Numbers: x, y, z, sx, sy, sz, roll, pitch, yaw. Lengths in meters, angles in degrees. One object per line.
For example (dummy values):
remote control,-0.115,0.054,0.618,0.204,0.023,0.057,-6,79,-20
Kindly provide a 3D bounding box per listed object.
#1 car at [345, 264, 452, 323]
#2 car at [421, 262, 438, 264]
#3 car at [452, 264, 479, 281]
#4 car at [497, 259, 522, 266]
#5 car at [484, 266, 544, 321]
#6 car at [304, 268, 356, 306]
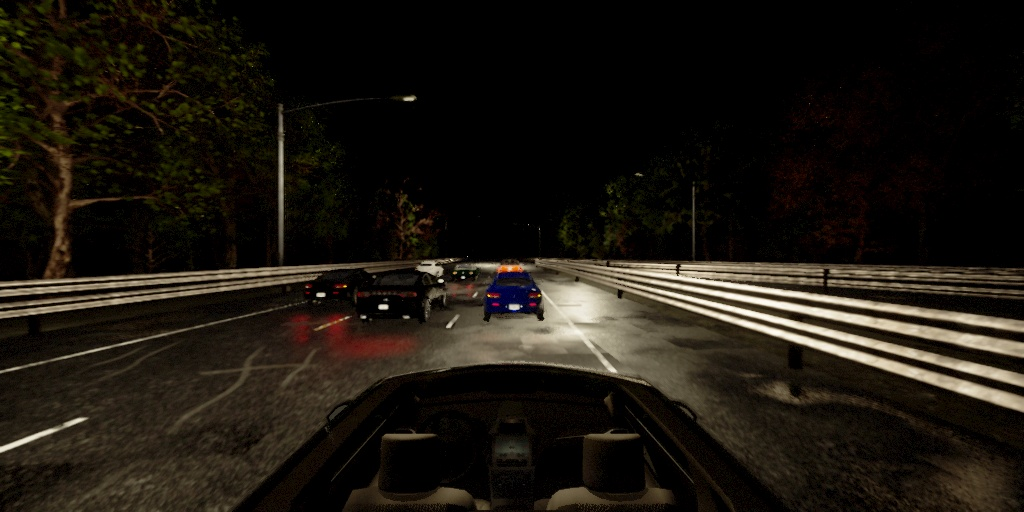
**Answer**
car,-3.452,1.204,12.046,1.882,1.535,5.008,0,0,0
car,-7.223,1.218,31.455,1.812,1.442,4.674,0,0,-1
car,-3.672,1.296,28.913,1.895,1.301,4.718,0,0,-1
car,-0.197,1.044,30.088,2.097,1.767,4.553,0,0,-1
car,0.047,1.251,12.274,1.812,1.442,4.674,0,0,0
car,-6.981,1.247,15.367,1.812,1.442,4.674,0,0,-1
